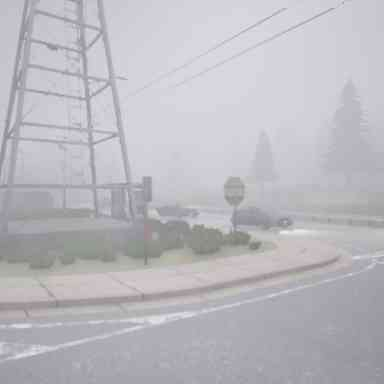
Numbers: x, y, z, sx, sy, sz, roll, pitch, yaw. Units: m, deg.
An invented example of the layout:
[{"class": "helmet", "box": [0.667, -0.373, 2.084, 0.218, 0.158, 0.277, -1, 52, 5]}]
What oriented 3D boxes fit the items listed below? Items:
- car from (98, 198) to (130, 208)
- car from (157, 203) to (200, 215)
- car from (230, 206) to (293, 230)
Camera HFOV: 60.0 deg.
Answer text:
[{"class": "car", "box": [-10.933, 1.515, 45.544, 5.008, 1.535, 1.882, 0, 0, 15]}, {"class": "car", "box": [-1.292, 1.636, 29.796, 1.895, 1.301, 4.718, 0, 0, -34]}, {"class": "car", "box": [4.399, 1.599, 21.429, 1.994, 1.385, 4.181, 0, 0, -35]}]
